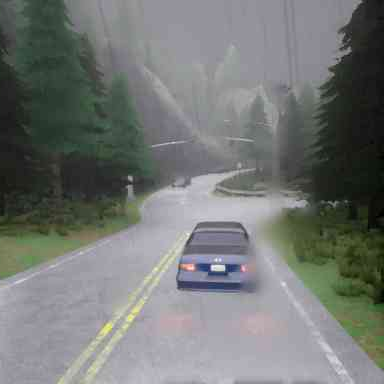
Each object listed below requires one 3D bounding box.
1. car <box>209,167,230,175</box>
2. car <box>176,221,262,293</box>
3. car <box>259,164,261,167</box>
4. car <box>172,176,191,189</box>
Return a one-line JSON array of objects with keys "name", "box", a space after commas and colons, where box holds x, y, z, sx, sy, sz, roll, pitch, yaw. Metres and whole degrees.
[{"name": "car", "box": [5.358, -4.126, 64.684, 1.895, 1.301, 4.718, 4, 11, 38]}, {"name": "car", "box": [0.736, 1.496, 8.910, 2.033, 1.411, 5.357, 0, 0, 5]}, {"name": "car", "box": [17.042, -6.195, 73.913, 4.892, 1.490, 1.837, -7, 7, -23]}, {"name": "car", "box": [-1.476, -1.461, 48.498, 2.128, 1.511, 4.902, 1, 10, 16]}]
